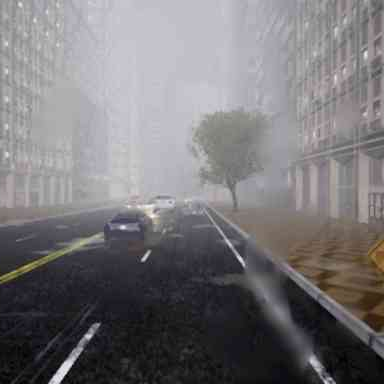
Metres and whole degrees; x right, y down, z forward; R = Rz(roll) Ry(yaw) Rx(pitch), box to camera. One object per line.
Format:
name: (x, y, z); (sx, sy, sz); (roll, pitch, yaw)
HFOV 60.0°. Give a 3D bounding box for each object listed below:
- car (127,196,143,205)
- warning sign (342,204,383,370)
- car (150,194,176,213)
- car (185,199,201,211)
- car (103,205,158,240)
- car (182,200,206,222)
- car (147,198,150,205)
car: (-9.741, 1.405, 56.708); (2.097, 1.767, 4.553); (0, 0, 1)
warning sign: (2.868, 1.123, 4.342); (1.300, 1.860, 1.060); (1, 1, 0)
car: (-3.118, 1.262, 38.416); (2.150, 2.045, 5.566); (0, 0, 0)
car: (0.137, 1.647, 42.641); (1.895, 1.301, 4.718); (0, 0, 0)
car: (-3.136, 1.580, 17.125); (1.994, 1.385, 4.181); (0, 0, 0)
car: (0.124, 1.577, 26.994); (2.033, 1.411, 5.357); (0, 0, 0)
car: (-6.496, 1.566, 56.638); (1.837, 1.490, 4.892); (0, 0, 1)
